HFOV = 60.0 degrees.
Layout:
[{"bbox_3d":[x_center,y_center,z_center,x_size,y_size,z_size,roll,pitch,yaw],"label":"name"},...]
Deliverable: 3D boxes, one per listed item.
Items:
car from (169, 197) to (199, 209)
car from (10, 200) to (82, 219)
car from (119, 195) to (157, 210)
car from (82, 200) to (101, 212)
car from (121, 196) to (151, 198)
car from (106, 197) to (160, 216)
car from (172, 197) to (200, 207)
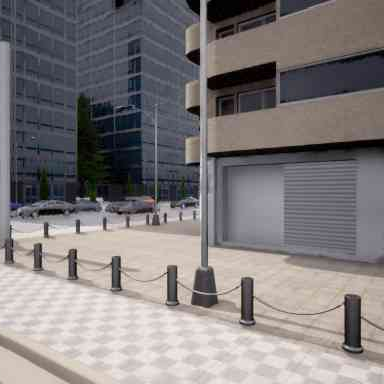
[{"bbox_3d":[-0.962,1.449,44.194,1.837,1.490,4.892,0,0,36],"label":"car"},{"bbox_3d":[-12.376,1.436,28.394,2.128,1.511,4.902,0,0,36],"label":"car"},{"bbox_3d":[-6.767,1.297,42.140,2.097,1.767,4.553,0,0,36],"label":"car"},{"bbox_3d":[-11.709,1.508,35.291,1.994,1.385,4.181,0,0,36],"label":"car"},{"bbox_3d":[-7.034,1.297,35.796,2.097,1.767,4.553,0,0,36],"label":"car"},{"bbox_3d":[-5.378,1.492,31.768,2.033,1.411,5.357,0,0,36],"label":"car"},{"bbox_3d":[-0.802,1.470,50.370,1.812,1.442,4.674,0,0,36],"label":"car"}]
